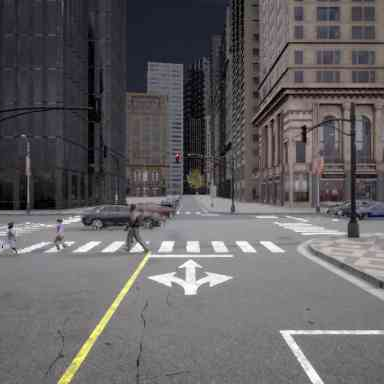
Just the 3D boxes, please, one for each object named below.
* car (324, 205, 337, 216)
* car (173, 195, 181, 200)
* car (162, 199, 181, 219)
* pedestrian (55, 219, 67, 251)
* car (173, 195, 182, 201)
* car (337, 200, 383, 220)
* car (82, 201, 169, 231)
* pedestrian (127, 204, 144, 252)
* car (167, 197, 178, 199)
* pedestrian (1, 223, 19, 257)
[{"bbox_3d":[14.513,1.488,30.073,4.902,1.511,2.128,0,0,-2],"label":"car"},{"bbox_3d":[-3.250,1.567,52.293,2.128,1.511,4.902,0,0,0],"label":"car"},{"bbox_3d":[-3.470,1.537,27.569,4.674,1.442,1.812,0,0,-44],"label":"car"},{"bbox_3d":[-4.989,1.570,12.728,0.375,1.300,0.375,0,0,0],"label":"pedestrian"},{"bbox_3d":[-3.285,1.395,78.092,1.882,1.535,5.008,0,0,0],"label":"car"},{"bbox_3d":[14.993,1.517,26.777,5.357,1.411,2.033,0,0,0],"label":"car"},{"bbox_3d":[-4.055,1.481,19.983,4.892,1.490,1.837,-1,0,0],"label":"car"},{"bbox_3d":[-2.059,1.292,12.137,0.375,1.860,0.375,0,0,0],"label":"pedestrian"},{"bbox_3d":[-3.211,1.654,42.897,1.895,1.301,4.718,0,0,0],"label":"car"},{"bbox_3d":[-6.242,1.297,11.530,0.375,1.860,0.375,0,0,0],"label":"pedestrian"}]
